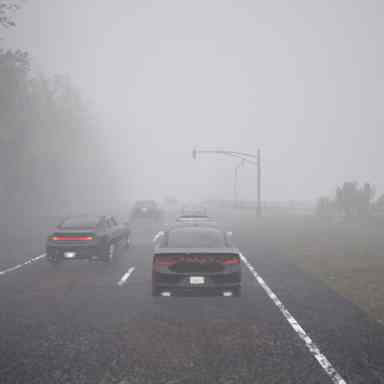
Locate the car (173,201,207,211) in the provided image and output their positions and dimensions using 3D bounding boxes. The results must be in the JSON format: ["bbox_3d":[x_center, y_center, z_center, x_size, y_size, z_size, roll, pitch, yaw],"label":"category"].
[{"bbox_3d":[0.090,1.496,18.125,2.128,1.511,4.902,0,0,0],"label":"car"}]

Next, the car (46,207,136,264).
[{"bbox_3d":[-3.413,1.507,11.733,1.837,1.490,4.892,0,0,0],"label":"car"}]

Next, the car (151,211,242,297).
[{"bbox_3d":[0.091,1.480,8.630,1.882,1.535,5.008,0,0,0],"label":"car"}]

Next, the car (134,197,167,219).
[{"bbox_3d":[-3.429,1.357,26.092,2.097,1.767,4.553,0,0,0],"label":"car"}]

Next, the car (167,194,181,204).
[{"bbox_3d":[-3.464,1.356,55.548,2.097,1.767,4.553,0,0,0],"label":"car"}]
